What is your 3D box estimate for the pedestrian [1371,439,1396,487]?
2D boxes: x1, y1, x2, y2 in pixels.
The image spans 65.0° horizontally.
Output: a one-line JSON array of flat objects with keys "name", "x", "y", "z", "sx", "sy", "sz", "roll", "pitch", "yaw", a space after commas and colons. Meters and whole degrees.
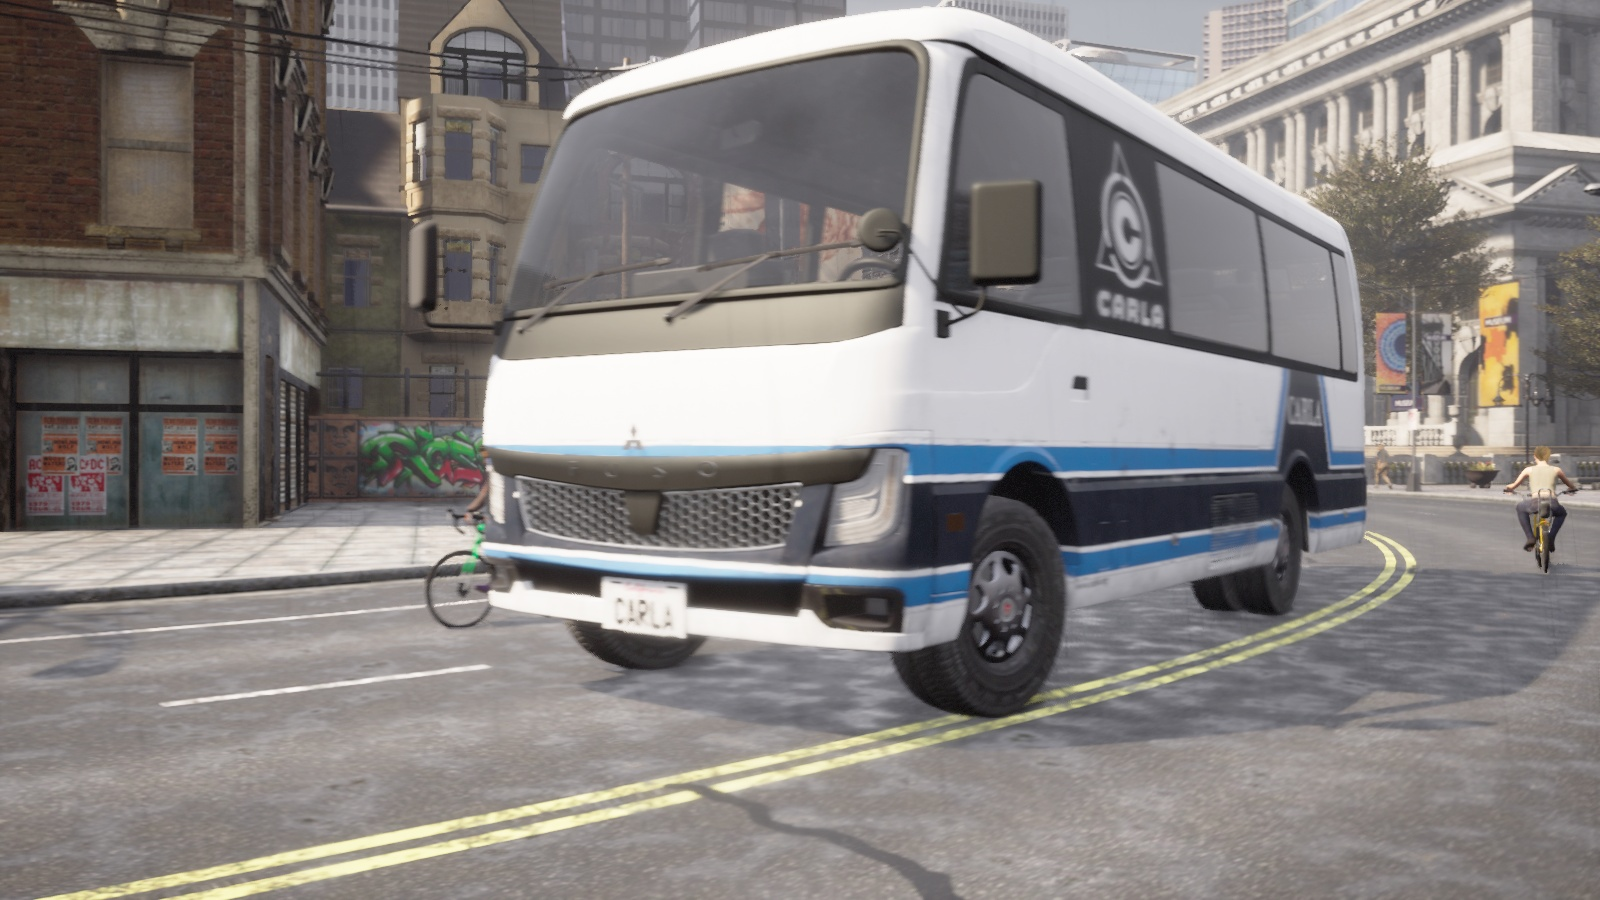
[{"name": "pedestrian", "x": 22.463, "y": 0.501, "z": 48.356, "sx": 0.540, "sy": 1.848, "sz": 0.694, "roll": 0, "pitch": 0, "yaw": -14}]

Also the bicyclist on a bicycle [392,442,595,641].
[{"name": "bicyclist on a bicycle", "x": -2.648, "y": 0.742, "z": 10.985, "sx": 0.582, "sy": 1.620, "sz": 1.656, "roll": -1, "pitch": 0, "yaw": 44}]

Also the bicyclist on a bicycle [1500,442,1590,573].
[{"name": "bicyclist on a bicycle", "x": 9.661, "y": 0.710, "z": 16.339, "sx": 0.866, "sy": 1.612, "sz": 1.509, "roll": -1, "pitch": 0, "yaw": 26}]

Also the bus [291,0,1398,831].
[{"name": "bus", "x": 1.665, "y": -0.601, "z": 10.315, "sx": 3.944, "sy": 4.253, "sz": 10.273, "roll": 0, "pitch": 0, "yaw": 37}]
